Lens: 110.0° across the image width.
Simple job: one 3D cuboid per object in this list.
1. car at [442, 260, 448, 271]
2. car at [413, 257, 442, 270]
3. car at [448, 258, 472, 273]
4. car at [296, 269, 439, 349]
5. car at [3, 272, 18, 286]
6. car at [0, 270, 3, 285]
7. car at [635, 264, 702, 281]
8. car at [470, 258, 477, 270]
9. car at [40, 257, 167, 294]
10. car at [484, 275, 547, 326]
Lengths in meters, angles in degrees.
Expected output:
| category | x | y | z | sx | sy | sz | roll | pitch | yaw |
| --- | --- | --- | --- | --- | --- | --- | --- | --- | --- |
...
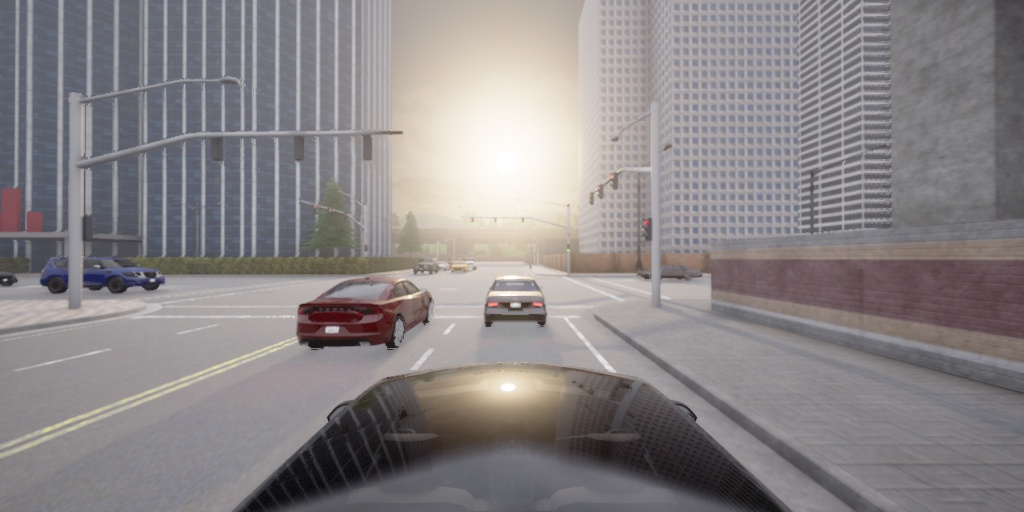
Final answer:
| category | x | y | z | sx | sy | sz | roll | pitch | yaw |
| --- | --- | --- | --- | --- | --- | --- | --- | --- | --- |
| car | -10.568 | 1.543 | 54.022 | 1.812 | 1.442 | 4.674 | 0 | 0 | 0 |
| car | -10.583 | 1.191 | 44.484 | 2.150 | 2.045 | 5.566 | 0 | 0 | 0 |
| car | -7.078 | 1.469 | 49.090 | 1.882 | 1.535 | 5.008 | 0 | 0 | 0 |
| car | -3.412 | 1.266 | 9.297 | 1.882 | 1.535 | 5.008 | 0 | 0 | 0 |
| car | -36.657 | 1.370 | 24.198 | 4.892 | 1.490 | 1.837 | 0 | 0 | -1 |
| car | -33.099 | 1.411 | 20.721 | 4.181 | 1.385 | 1.994 | 0 | 0 | 0 |
| car | 13.902 | 1.451 | 31.874 | 5.357 | 1.411 | 2.033 | 0 | 0 | 0 |
| car | -7.048 | 1.264 | 58.932 | 2.150 | 2.045 | 5.566 | 0 | 0 | 0 |
| car | -23.602 | 1.070 | 20.780 | 5.566 | 2.045 | 2.150 | 0 | 0 | 0 |
| car | 0.094 | 1.350 | 11.932 | 2.033 | 1.411 | 5.357 | 0 | 0 | 0 |
